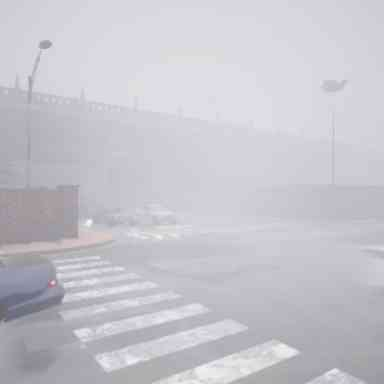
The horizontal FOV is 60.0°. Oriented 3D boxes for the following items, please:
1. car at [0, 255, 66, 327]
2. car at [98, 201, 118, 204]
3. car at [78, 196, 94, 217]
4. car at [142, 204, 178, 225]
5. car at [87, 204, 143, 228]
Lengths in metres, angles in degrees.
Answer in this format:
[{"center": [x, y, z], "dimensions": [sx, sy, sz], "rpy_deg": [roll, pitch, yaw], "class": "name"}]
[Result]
[{"center": [-4.756, 1.532, 4.851], "dimensions": [5.357, 1.411, 2.033], "rpy_deg": [1, 0, -36], "class": "car"}, {"center": [-8.356, 1.670, 33.746], "dimensions": [1.882, 1.535, 5.008], "rpy_deg": [1, 0, -36], "class": "car"}, {"center": [-11.086, 1.504, 31.550], "dimensions": [2.097, 1.767, 4.553], "rpy_deg": [1, 0, -35], "class": "car"}, {"center": [-2.937, 1.721, 26.148], "dimensions": [1.812, 1.442, 4.674], "rpy_deg": [1, 0, -36], "class": "car"}, {"center": [-5.618, 1.756, 23.843], "dimensions": [1.895, 1.301, 4.718], "rpy_deg": [1, 0, -35], "class": "car"}]
